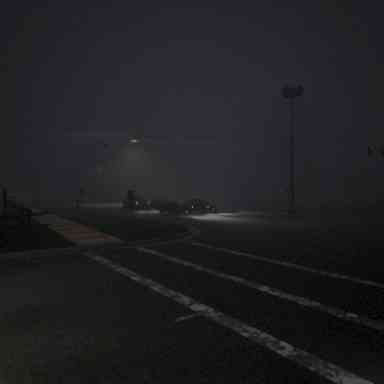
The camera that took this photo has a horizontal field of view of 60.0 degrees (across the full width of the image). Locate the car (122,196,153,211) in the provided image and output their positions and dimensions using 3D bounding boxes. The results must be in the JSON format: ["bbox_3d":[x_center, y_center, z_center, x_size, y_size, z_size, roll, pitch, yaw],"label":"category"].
[{"bbox_3d":[-6.944,1.338,41.552,2.097,1.767,4.553,0,0,-35],"label":"car"}]

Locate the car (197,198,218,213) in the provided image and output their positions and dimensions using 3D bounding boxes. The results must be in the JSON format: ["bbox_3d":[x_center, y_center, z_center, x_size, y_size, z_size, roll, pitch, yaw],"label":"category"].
[{"bbox_3d":[0.854,1.489,36.530,1.837,1.490,4.892,0,0,-35],"label":"car"}]

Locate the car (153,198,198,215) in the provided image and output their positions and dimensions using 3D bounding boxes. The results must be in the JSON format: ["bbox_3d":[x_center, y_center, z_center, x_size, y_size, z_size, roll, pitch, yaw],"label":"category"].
[{"bbox_3d":[-1.777,1.587,34.186,1.895,1.301,4.718,0,0,-35],"label":"car"}]

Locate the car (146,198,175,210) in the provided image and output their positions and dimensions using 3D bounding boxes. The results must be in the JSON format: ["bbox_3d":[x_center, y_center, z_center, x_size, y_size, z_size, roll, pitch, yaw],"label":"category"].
[{"bbox_3d":[-4.254,1.548,43.805,1.994,1.385,4.181,0,0,-35],"label":"car"}]
